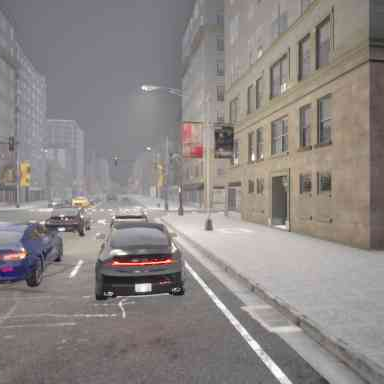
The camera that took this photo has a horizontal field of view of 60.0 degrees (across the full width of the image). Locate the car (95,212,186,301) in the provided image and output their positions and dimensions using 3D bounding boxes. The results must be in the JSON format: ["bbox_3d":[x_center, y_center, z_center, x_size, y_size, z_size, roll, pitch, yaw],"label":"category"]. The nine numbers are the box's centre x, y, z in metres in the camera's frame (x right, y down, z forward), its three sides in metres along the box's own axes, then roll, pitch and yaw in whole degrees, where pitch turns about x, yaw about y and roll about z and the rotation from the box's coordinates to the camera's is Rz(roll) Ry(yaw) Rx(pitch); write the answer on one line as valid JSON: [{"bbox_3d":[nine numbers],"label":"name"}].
[{"bbox_3d":[-1.369,1.506,8.470,1.837,1.490,4.892,0,0,-11],"label":"car"}]

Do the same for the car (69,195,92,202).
[{"bbox_3d":[-16.372,1.498,48.952,1.882,1.535,5.008,0,0,-11],"label":"car"}]

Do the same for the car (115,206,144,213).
[{"bbox_3d":[-3.311,1.496,17.591,2.128,1.511,4.902,0,0,-11],"label":"car"}]

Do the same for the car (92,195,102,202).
[{"bbox_3d":[-22.057,1.501,77.531,1.837,1.490,4.892,0,0,-11],"label":"car"}]

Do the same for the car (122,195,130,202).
[{"bbox_3d":[-15.928,1.621,80.021,1.895,1.301,4.718,0,0,-11],"label":"car"}]

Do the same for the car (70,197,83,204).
[{"bbox_3d":[-23.362,1.621,67.586,1.895,1.301,4.718,0,0,-11],"label":"car"}]

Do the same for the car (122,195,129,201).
[{"bbox_3d":[-17.907,1.504,89.816,1.882,1.535,5.008,0,0,-11],"label":"car"}]

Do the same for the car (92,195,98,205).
[{"bbox_3d":[-18.175,1.376,58.038,2.097,1.767,4.553,0,0,-12],"label":"car"}]

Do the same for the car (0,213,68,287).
[{"bbox_3d":[-4.793,1.528,9.032,1.812,1.442,4.674,0,0,-11],"label":"car"}]

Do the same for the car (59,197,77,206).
[{"bbox_3d":[-21.437,1.571,57.745,2.033,1.411,5.357,0,0,-11],"label":"car"}]

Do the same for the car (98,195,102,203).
[{"bbox_3d":[-20.059,1.578,67.648,1.994,1.385,4.181,0,0,-11],"label":"car"}]

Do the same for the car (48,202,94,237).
[{"bbox_3d":[-6.606,1.510,17.998,1.837,1.490,4.892,0,0,-11],"label":"car"}]

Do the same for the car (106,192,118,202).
[{"bbox_3d":[-18.788,1.247,77.767,2.150,2.045,5.566,0,0,-11],"label":"car"}]

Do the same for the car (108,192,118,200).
[{"bbox_3d":[-20.852,1.119,87.980,2.150,2.045,5.566,0,0,-11],"label":"car"}]

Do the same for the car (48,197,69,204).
[{"bbox_3d":[-19.583,1.512,48.176,2.128,1.511,4.902,0,0,-14],"label":"car"}]
